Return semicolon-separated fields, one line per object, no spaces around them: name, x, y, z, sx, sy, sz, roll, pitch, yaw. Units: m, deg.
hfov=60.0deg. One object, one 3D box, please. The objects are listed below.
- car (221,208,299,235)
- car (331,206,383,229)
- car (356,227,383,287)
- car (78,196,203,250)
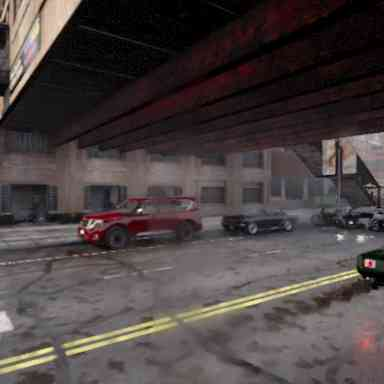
car;3.923;1.593;19.065;4.718;1.301;1.895;0;0;-36
car;10.675;1.560;20.074;4.181;1.385;1.994;0;0;-35
car;6.088;1.599;8.062;4.718;1.301;1.895;0;0;-35
car;-2.073;1.228;14.735;5.566;2.045;2.435;0;0;-36
